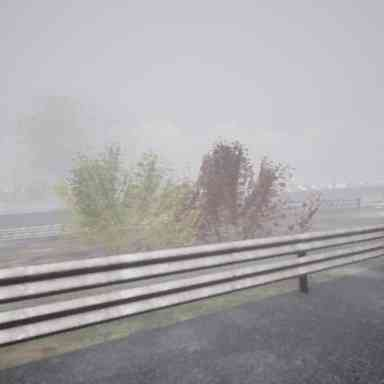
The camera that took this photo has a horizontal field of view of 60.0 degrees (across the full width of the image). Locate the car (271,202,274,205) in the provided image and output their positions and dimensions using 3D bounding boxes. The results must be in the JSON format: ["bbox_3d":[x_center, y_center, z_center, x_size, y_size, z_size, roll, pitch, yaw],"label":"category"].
[{"bbox_3d":[8.942,1.800,39.394,4.181,1.385,1.994,-4,2,-17],"label":"car"}]
